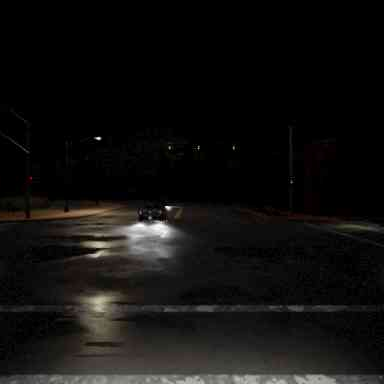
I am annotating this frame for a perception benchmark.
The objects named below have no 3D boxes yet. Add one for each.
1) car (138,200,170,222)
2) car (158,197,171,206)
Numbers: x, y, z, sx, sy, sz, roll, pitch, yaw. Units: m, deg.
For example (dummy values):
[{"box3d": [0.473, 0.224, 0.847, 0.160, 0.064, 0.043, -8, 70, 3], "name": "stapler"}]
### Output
[{"box3d": [-3.050, 1.586, 26.461, 1.895, 1.301, 4.718, 0, 0, 0], "name": "car"}, {"box3d": [-4.449, 1.526, 52.019, 1.994, 1.385, 4.181, 0, 0, -12], "name": "car"}]
